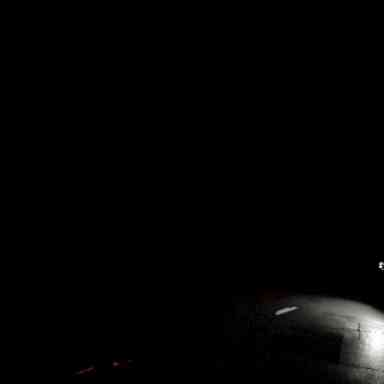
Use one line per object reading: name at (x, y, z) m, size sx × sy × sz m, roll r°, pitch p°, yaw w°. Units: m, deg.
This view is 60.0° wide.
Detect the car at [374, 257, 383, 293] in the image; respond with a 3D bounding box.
car at (6.083, 1.564, 7.690) m, size 4.674 × 1.442 × 1.812 m, roll 1°, pitch 0°, yaw -36°
